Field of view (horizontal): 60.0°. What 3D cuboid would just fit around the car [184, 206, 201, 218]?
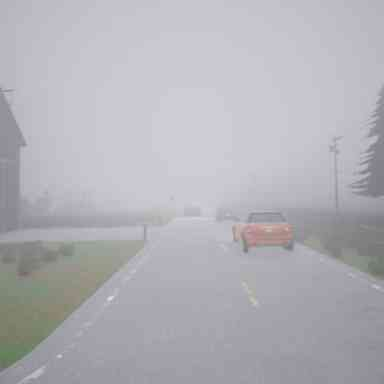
[{"bbox_3d":[0.062,2.309,39.473,1.994,1.385,4.181,-1,-1,1],"label":"car"}]

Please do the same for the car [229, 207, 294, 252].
[{"bbox_3d":[3.121,1.603,15.404,2.097,1.767,4.553,-1,-1,1],"label":"car"}]

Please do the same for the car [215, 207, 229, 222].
[{"bbox_3d":[3.366,2.142,33.070,1.994,1.385,4.181,-1,-1,1],"label":"car"}]
